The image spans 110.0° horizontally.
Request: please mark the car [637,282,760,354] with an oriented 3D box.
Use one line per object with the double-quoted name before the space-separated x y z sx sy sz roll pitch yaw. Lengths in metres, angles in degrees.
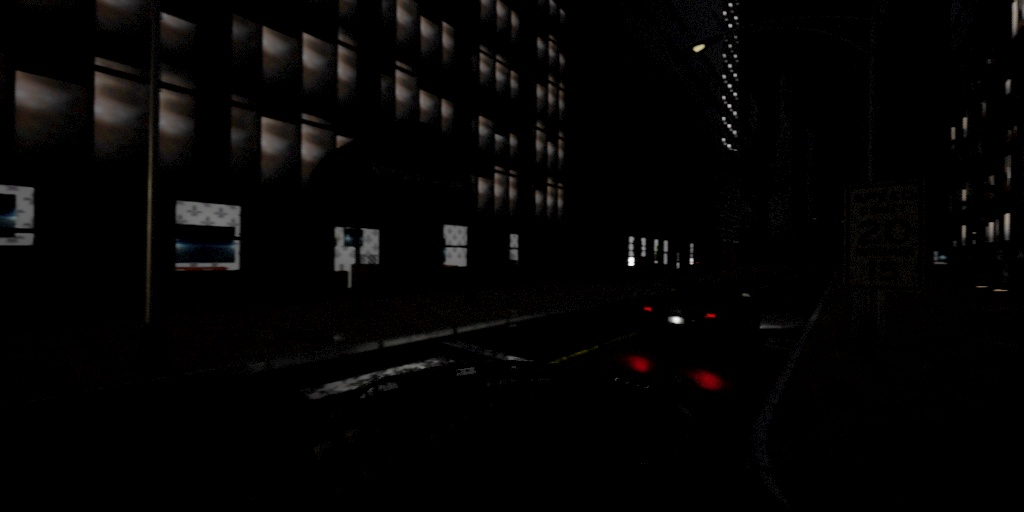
"car" 4.853 1.346 9.109 1.994 1.385 4.181 1 0 43
